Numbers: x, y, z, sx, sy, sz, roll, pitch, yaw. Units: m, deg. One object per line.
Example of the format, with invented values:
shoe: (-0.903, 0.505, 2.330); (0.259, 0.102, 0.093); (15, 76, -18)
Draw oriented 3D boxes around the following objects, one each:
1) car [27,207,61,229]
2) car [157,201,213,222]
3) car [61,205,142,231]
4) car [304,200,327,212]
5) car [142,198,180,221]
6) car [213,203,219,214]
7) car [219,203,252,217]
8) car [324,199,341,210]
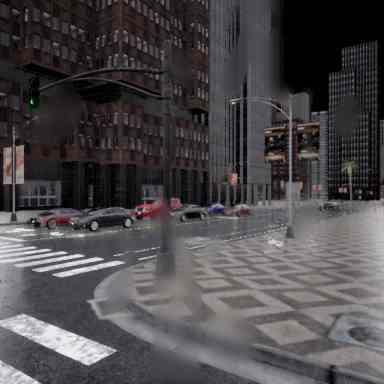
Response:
car: (-9.271, 1.787, 23.497); (1.994, 1.385, 4.181); (0, -1, 36)
car: (-0.508, 1.873, 30.352); (2.128, 1.511, 4.902); (0, -1, 35)
car: (-5.982, 1.748, 22.542); (1.837, 1.490, 4.892); (0, -1, 35)
car: (19.350, 2.372, 52.712); (2.033, 1.411, 5.357); (0, -1, 35)
car: (-3.155, 1.599, 32.242); (2.150, 2.045, 5.566); (0, -1, 35)
car: (2.521, 2.048, 40.336); (1.812, 1.442, 4.674); (0, -1, 35)
car: (5.388, 2.057, 38.748); (1.812, 1.442, 4.674); (0, -1, 35)
car: (26.071, 2.507, 62.283); (1.837, 1.490, 4.892); (0, -1, 35)
